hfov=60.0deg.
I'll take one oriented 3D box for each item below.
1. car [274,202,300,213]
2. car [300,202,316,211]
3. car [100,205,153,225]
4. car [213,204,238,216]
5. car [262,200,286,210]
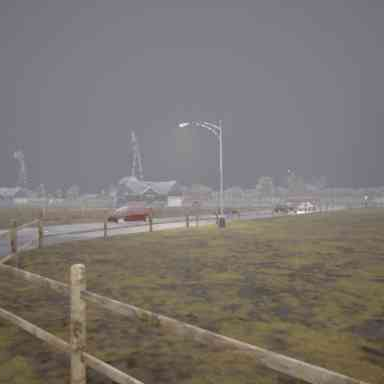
[{"bbox_3d":[13.437,2.244,47.919,1.837,1.490,4.892,-2,-2,36],"label":"car"},{"bbox_3d":[19.454,2.455,56.324,1.812,1.442,4.674,-2,-2,36],"label":"car"},{"bbox_3d":[-5.393,1.847,27.956,1.882,1.535,5.008,-2,-2,36],"label":"car"},{"bbox_3d":[4.323,2.215,41.521,1.994,1.385,4.181,-2,-2,36],"label":"car"},{"bbox_3d":[13.372,2.063,54.030,2.128,1.511,4.902,-2,-2,36],"label":"car"}]
